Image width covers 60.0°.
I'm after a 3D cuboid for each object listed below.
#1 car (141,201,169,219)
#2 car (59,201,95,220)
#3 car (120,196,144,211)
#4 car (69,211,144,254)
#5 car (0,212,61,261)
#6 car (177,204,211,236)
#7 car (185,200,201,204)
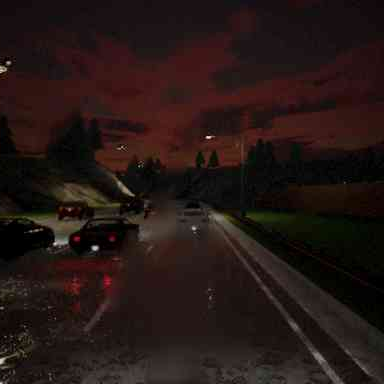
[{"bbox_3d":[-3.426,1.749,32.363,1.837,1.490,4.892,0,0,0],"label":"car"},{"bbox_3d":[-10.442,1.579,30.537,2.097,1.767,4.553,0,-1,0],"label":"car"},{"bbox_3d":[-6.907,1.512,38.689,2.150,2.045,5.566,0,0,0],"label":"car"},{"bbox_3d":[-3.402,1.706,13.910,1.895,1.301,4.718,0,0,0],"label":"car"},{"bbox_3d":[-6.903,1.659,12.656,1.994,1.385,4.181,0,0,0],"label":"car"},{"bbox_3d":[0.096,1.672,19.526,1.812,1.442,4.674,0,0,0],"label":"car"},{"bbox_3d":[0.112,1.832,43.478,1.837,1.490,4.892,0,0,0],"label":"car"}]
